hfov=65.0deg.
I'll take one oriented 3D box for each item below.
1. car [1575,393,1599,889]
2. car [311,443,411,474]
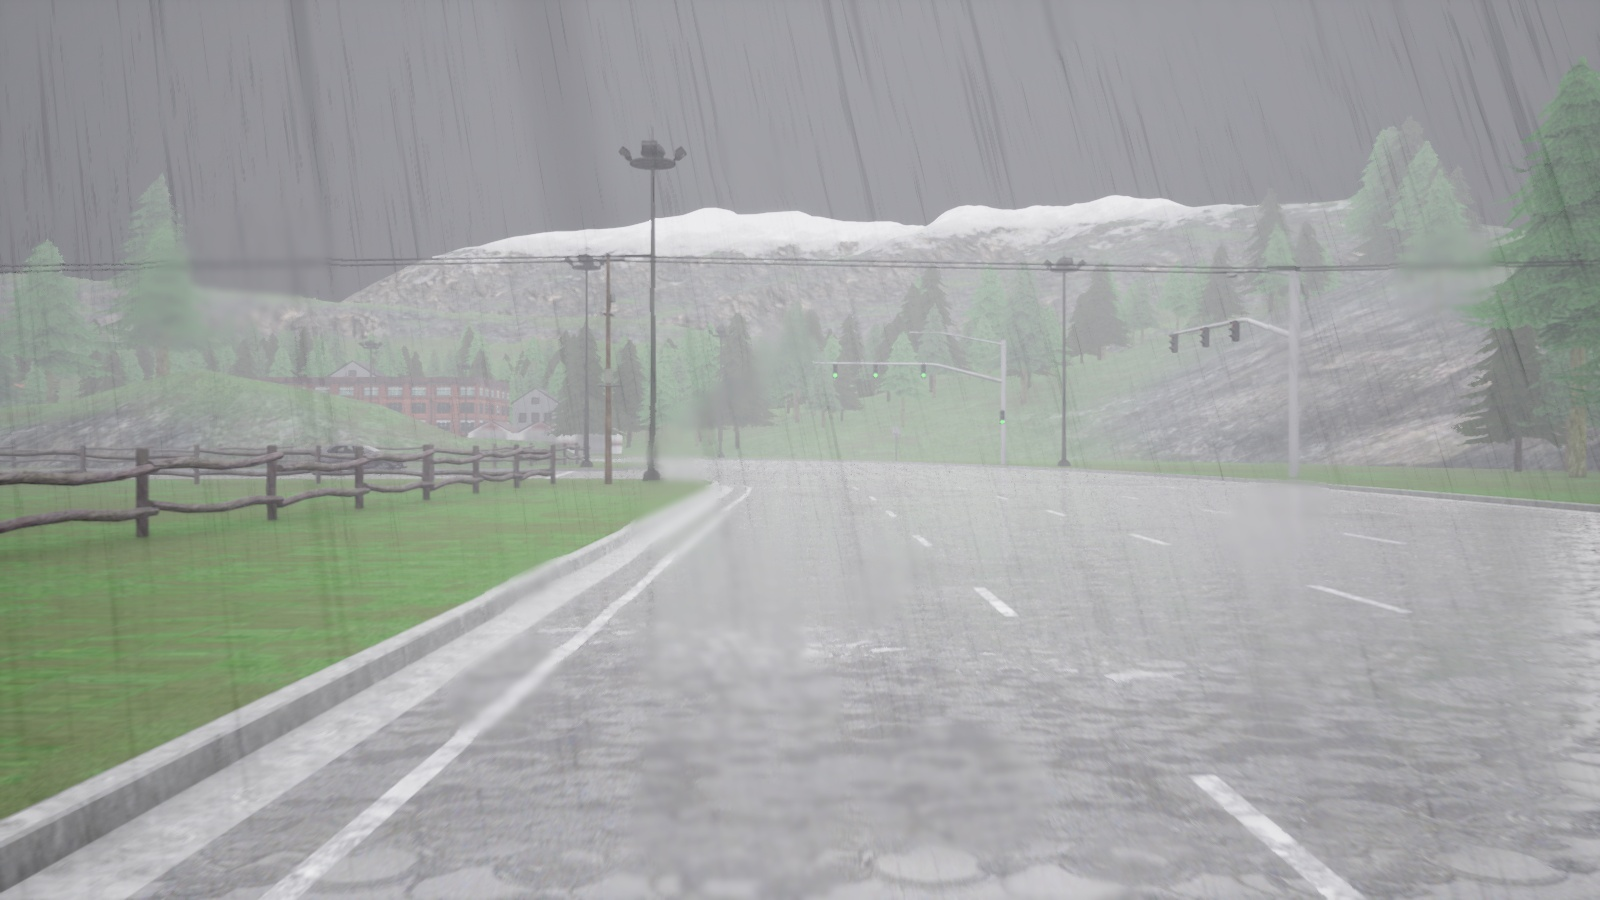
[{"bbox_3d":[3.527,0.635,2.229,1.851,1.617,3.988,0,0,0],"label":"car"},{"bbox_3d":[-21.035,0.403,60.300,4.193,1.474,1.816,0,0,0],"label":"car"}]
